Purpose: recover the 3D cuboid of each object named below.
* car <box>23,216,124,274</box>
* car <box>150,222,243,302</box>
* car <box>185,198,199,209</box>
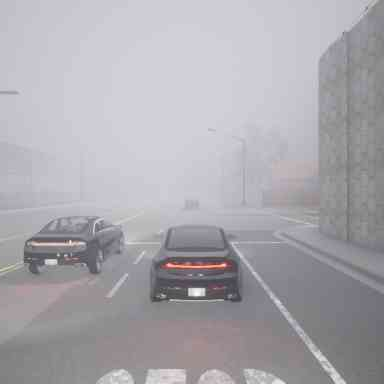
[{"bbox_3d":[-3.430,1.491,10.509,2.128,1.511,4.902,0,0,0],"label":"car"},{"bbox_3d":[0.078,1.505,8.241,1.837,1.490,4.892,0,0,0],"label":"car"},{"bbox_3d":[-0.026,1.491,44.224,2.128,1.511,4.902,0,0,0],"label":"car"}]
